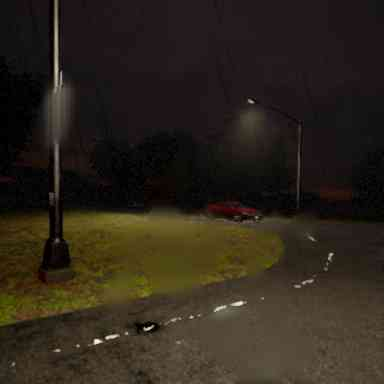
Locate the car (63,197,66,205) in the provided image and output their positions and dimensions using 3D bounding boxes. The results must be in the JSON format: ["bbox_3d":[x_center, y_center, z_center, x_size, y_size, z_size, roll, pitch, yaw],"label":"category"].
[{"bbox_3d":[-29.142,1.826,72.964,2.150,2.045,5.566,3,-3,-27],"label":"car"}]

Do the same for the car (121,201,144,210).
[{"bbox_3d":[-9.634,2.084,53.375,2.033,1.411,5.357,4,-3,-35],"label":"car"}]

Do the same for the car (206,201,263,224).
[{"bbox_3d":[2.821,1.391,23.243,1.812,1.442,4.674,4,-3,-35],"label":"car"}]
